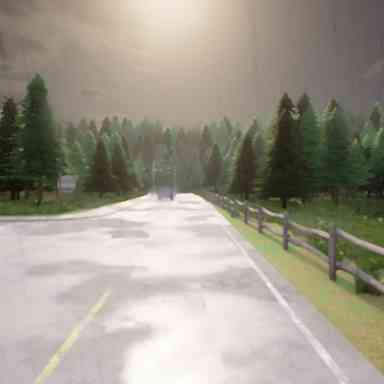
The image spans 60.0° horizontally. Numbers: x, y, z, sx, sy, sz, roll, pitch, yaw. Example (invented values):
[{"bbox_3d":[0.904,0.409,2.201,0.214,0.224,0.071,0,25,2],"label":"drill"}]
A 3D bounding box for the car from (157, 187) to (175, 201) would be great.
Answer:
[{"bbox_3d":[-3.895,0.241,49.310,2.150,2.045,5.566,0,1,-2],"label":"car"}]

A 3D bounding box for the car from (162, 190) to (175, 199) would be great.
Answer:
[{"bbox_3d":[-4.097,0.390,58.834,1.994,1.385,4.181,0,1,-2],"label":"car"}]

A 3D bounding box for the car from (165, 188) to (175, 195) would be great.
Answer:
[{"bbox_3d":[-4.278,-0.126,65.351,1.812,1.442,4.674,0,1,-2],"label":"car"}]
